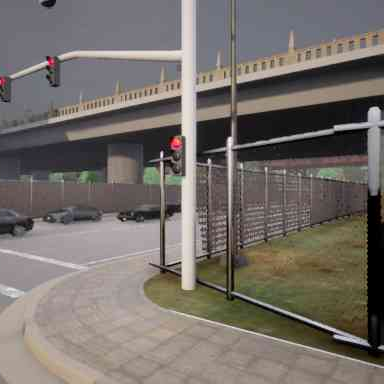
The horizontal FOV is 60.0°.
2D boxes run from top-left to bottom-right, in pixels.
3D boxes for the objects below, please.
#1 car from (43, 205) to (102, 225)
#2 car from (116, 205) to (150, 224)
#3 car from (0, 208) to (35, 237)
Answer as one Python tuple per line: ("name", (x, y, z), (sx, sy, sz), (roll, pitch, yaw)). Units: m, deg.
("car", (-8.705, 1.620, 24.506), (1.994, 1.385, 4.181), (0, 0, 35))
("car", (-3.573, 1.656, 25.704), (1.895, 1.301, 4.718), (0, 0, 35))
("car", (-10.283, 1.556, 16.212), (1.837, 1.490, 4.892), (0, 0, 35))
